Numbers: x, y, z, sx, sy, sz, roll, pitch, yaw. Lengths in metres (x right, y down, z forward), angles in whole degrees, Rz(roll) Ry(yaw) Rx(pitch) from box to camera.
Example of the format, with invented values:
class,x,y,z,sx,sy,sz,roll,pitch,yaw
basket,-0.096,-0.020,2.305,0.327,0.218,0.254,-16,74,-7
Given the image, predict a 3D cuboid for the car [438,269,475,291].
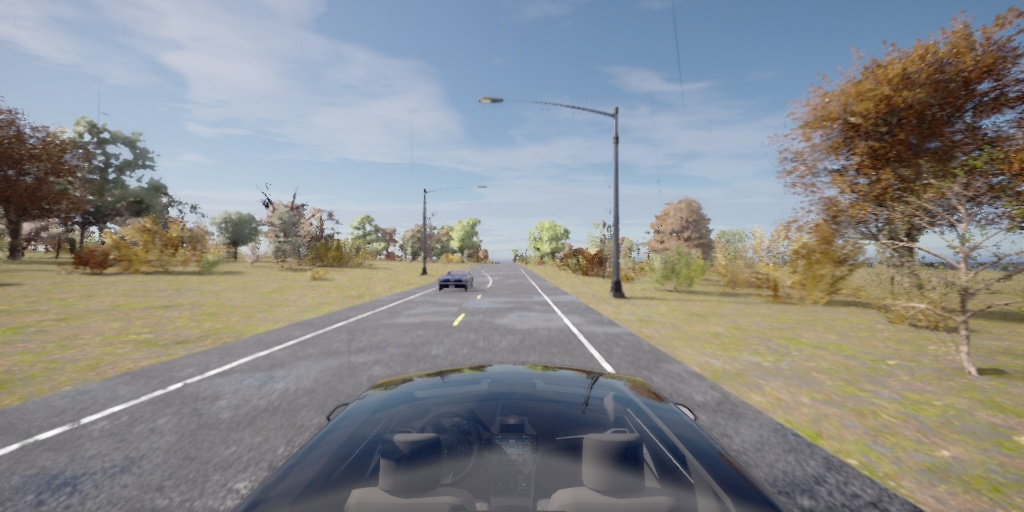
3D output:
class,x,y,z,sx,sy,sz,roll,pitch,yaw
car,-3.622,1.559,23.756,1.895,1.301,4.718,0,-1,0
